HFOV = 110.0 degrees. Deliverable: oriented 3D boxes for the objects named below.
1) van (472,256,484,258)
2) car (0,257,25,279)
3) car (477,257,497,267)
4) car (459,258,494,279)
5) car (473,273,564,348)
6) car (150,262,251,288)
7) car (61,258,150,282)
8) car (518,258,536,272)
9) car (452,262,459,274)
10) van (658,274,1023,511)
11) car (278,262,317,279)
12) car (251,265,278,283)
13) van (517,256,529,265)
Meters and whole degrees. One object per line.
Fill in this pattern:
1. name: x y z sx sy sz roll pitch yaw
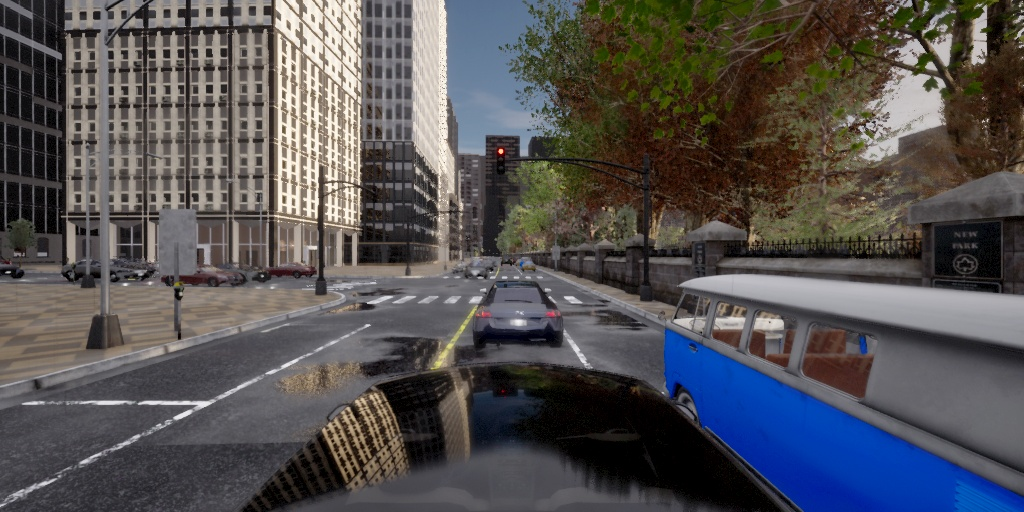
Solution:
1. van: -6.305 1.064 62.501 1.690 1.789 3.998 0 0 -2
2. car: -36.453 0.917 24.625 4.181 1.385 1.994 1 0 2
3. car: -3.302 1.233 47.001 1.837 1.490 4.892 0 2 -1
4. car: -3.022 1.225 31.523 2.128 1.511 4.902 1 0 -1
5. car: 0.101 1.313 9.238 1.994 1.385 4.181 0 0 -1
6. car: -18.150 1.149 21.011 4.207 1.307 1.802 0 0 4
7. car: -27.258 0.949 24.125 4.902 1.511 2.128 1 0 3
8. car: 2.134 1.260 46.376 1.751 1.417 4.829 0 0 -1
9. car: -5.628 1.288 40.326 2.007 1.370 4.403 0 0 -1
10. van: 2.568 1.091 2.657 1.690 1.789 3.998 0 0 0
11. car: -18.083 1.127 29.125 4.207 1.307 1.802 0 0 4
12. car: -18.276 1.123 23.559 4.181 1.385 1.994 1 0 4
13. van: 2.012 1.072 51.749 1.690 1.789 3.998 0 0 -1
